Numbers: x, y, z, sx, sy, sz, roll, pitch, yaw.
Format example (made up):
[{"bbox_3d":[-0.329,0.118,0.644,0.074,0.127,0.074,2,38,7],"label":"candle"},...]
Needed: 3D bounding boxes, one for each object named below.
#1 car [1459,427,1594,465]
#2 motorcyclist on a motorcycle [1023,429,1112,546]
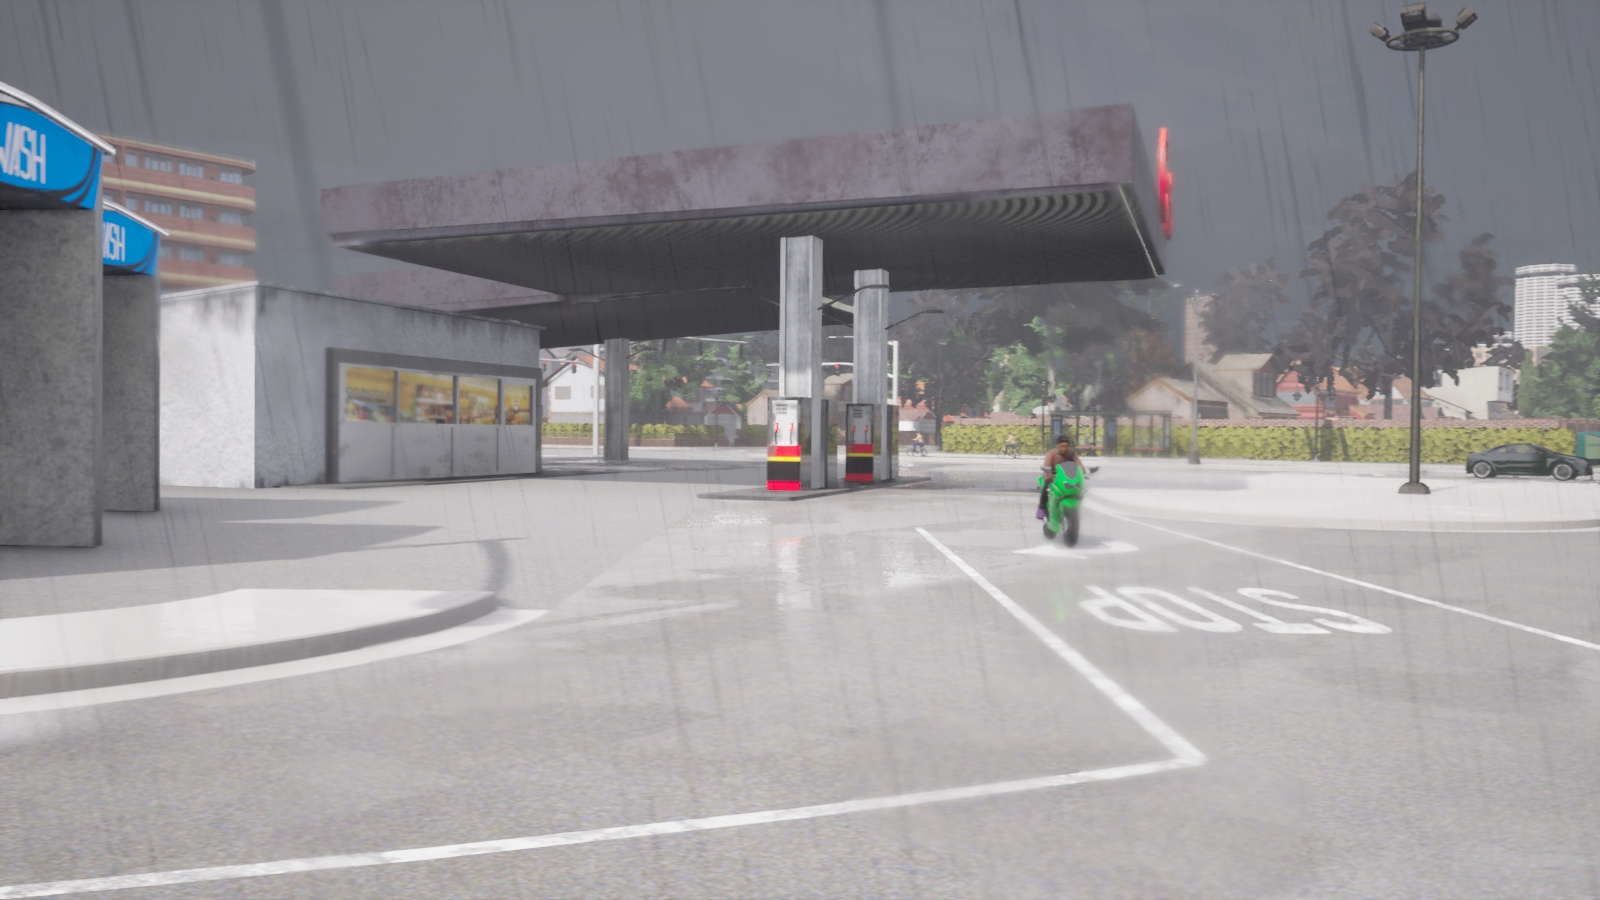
[{"bbox_3d":[27.516,-0.170,47.595,4.181,1.385,1.994,0,1,38],"label":"car"},{"bbox_3d":[3.687,0.473,17.497,0.797,1.523,2.044,-1,1,0],"label":"motorcyclist on a motorcycle"}]
